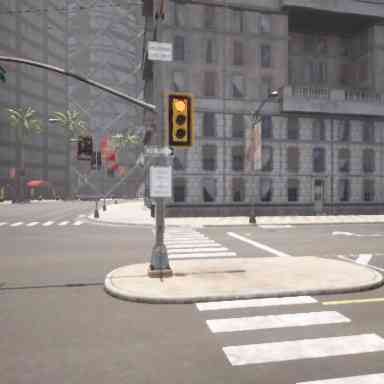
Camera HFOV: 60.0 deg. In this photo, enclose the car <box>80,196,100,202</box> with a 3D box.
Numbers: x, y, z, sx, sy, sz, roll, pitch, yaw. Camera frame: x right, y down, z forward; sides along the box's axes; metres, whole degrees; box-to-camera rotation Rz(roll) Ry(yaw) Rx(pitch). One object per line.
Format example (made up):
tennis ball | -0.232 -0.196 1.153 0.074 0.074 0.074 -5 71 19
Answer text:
car | -23.591 1.592 76.977 1.895 1.301 4.718 0 0 24
